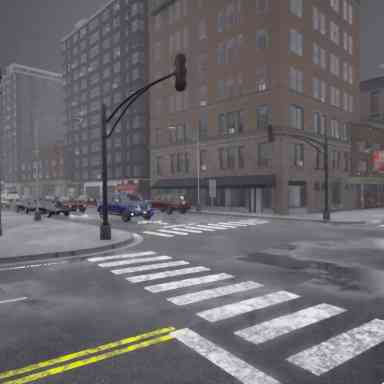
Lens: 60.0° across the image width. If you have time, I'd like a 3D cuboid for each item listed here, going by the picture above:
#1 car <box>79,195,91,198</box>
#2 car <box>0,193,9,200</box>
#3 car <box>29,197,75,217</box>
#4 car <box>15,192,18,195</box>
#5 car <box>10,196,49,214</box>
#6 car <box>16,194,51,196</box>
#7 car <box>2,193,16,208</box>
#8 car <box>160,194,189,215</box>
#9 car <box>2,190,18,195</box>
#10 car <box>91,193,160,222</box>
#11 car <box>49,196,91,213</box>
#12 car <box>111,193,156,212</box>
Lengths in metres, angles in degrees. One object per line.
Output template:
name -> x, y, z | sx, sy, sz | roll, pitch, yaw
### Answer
car -> -13.905, 1.082, 43.059 | 1.967, 1.590, 4.097 | 0, 1, -44
car -> -40.736, 0.882, 70.744 | 1.947, 1.339, 4.313 | 0, 1, -44
car -> -12.356, 1.417, 29.213 | 1.947, 1.339, 4.313 | 0, 1, -44
car -> -29.237, 1.042, 58.880 | 1.802, 1.307, 4.206 | 0, 1, -44
car -> -16.189, 1.374, 33.167 | 1.947, 1.339, 4.313 | 0, 1, -44
car -> -19.358, 1.212, 40.407 | 1.837, 1.490, 4.892 | -1, 2, -44
car -> -23.734, 1.246, 40.952 | 1.752, 1.417, 4.829 | 0, 1, -44
car -> -2.405, 1.086, 31.192 | 2.192, 1.841, 5.009 | 0, 1, -44
car -> -31.910, 0.709, 57.932 | 2.150, 2.045, 5.566 | -1, 1, -44
car -> -5.305, 1.089, 25.882 | 2.150, 2.045, 5.566 | -1, 1, -44
car -> -12.372, 1.390, 33.179 | 1.895, 1.301, 4.718 | -1, 1, -44
car -> -6.238, 1.044, 35.148 | 2.192, 1.841, 5.009 | 0, 1, -44
